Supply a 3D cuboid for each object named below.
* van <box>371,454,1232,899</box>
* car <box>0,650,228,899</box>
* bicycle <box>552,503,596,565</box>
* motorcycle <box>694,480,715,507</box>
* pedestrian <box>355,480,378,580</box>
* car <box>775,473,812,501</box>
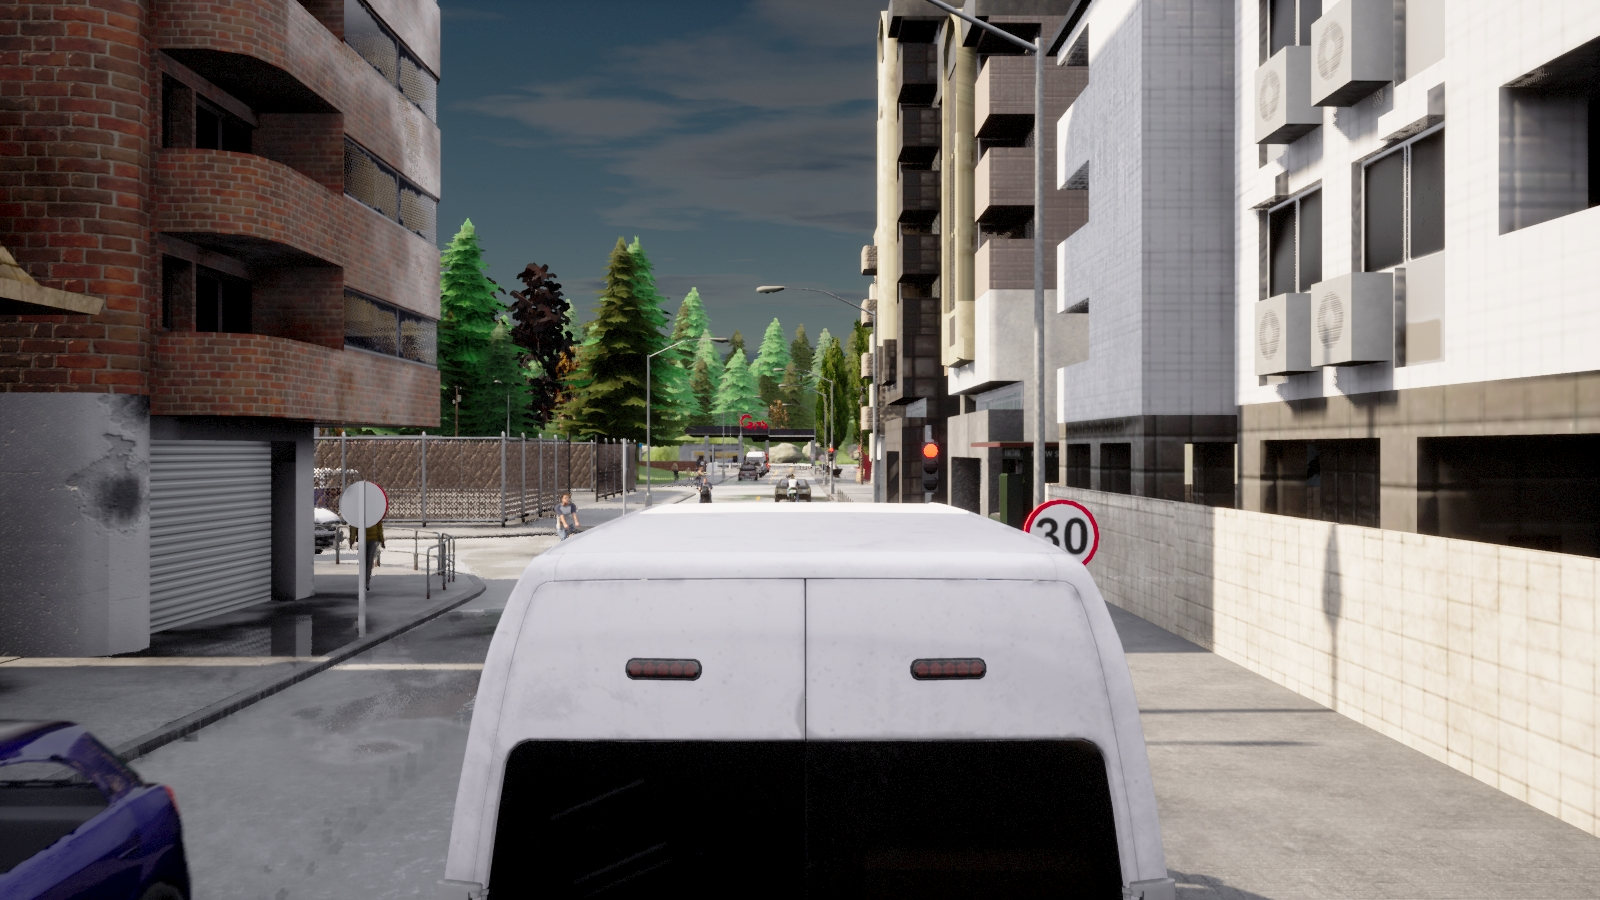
[{"bbox_3d":[-0.009,1.312,5.597,1.988,2.561,5.915,0,0,0],"label":"van"},{"bbox_3d":[-3.975,1.817,4.292,1.845,1.501,3.633,0,0,0],"label":"car"},{"bbox_3d":[-5.238,1.925,26.432,0.373,1.296,1.643,-6,3,-30],"label":"bicycle"},{"bbox_3d":[-4.334,1.973,52.180,0.803,1.145,2.033,0,0,0],"label":"motorcycle"},{"bbox_3d":[-8.210,1.507,21.646,0.375,1.860,0.375,0,0,-18],"label":"pedestrian"},{"bbox_3d":[-0.339,1.912,60.159,1.895,1.301,4.718,0,0,0],"label":"car"}]
